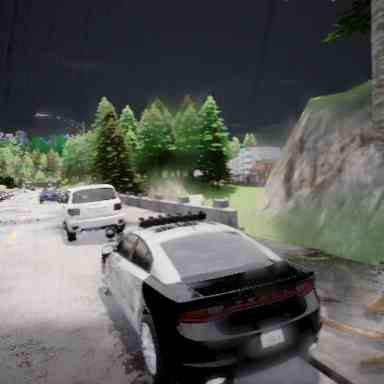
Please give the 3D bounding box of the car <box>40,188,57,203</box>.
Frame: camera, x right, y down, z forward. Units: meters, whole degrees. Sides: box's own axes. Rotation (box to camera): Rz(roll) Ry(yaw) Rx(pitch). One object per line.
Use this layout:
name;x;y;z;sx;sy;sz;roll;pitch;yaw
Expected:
car;-17.162;0.360;40.110;2.097;1.767;4.553;-3;2;-24

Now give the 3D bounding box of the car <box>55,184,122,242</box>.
car;-4.480;0.736;14.471;2.150;2.045;5.566;-7;4;-23

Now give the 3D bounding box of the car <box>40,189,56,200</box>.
car;-21.567;0.331;49.804;2.033;1.411;5.357;-3;3;-24

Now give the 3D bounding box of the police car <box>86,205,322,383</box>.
police car;-0.315;1.169;5.498;1.930;1.638;5.238;-5;2;-24

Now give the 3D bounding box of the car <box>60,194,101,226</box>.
car;-6.808;0.955;19.991;1.812;1.442;4.674;-3;3;-24
